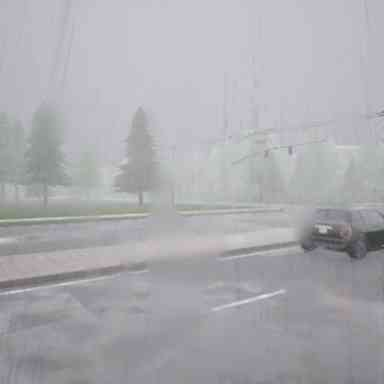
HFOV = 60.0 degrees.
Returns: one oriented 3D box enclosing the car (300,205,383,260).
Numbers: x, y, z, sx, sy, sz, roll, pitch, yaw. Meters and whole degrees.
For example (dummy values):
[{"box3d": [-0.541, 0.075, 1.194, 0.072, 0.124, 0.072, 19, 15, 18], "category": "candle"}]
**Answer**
[{"box3d": [6.178, 1.324, 12.508, 4.553, 1.767, 2.097, 0, 0, -35], "category": "car"}]
